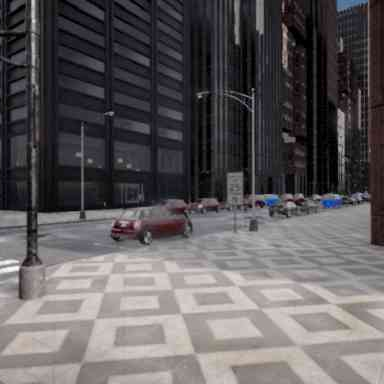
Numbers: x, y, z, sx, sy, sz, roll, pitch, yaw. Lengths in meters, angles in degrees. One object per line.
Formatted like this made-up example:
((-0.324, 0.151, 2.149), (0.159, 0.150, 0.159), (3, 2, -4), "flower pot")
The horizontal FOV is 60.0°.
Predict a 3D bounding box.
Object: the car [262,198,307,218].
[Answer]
((8.135, 1.459, 29.013), (2.008, 1.369, 4.403), (0, 0, 36), "car")

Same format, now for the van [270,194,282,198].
((11.018, 1.240, 47.639), (1.690, 1.788, 3.998), (0, 0, 36), "van")

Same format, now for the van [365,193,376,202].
((37.588, 1.153, 70.012), (1.690, 1.788, 3.998), (0, 0, 36), "van")

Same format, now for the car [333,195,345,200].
((37.202, 1.388, 84.085), (1.947, 1.339, 4.313), (0, 0, 36), "car")

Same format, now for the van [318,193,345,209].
((17.952, 1.212, 42.679), (1.690, 1.788, 3.998), (0, 0, 36), "van")

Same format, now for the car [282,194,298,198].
((14.291, 1.202, 52.195), (2.192, 1.841, 5.009), (0, 0, 36), "car")

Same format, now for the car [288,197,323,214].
((11.407, 1.461, 33.569), (1.947, 1.339, 4.313), (0, 0, 36), "car")

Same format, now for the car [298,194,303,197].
((17.563, 1.192, 56.750), (2.192, 1.841, 5.009), (0, 0, 36), "car")

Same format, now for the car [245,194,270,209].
((7.746, 1.225, 43.084), (2.192, 1.841, 5.009), (0, 0, 36), "car")

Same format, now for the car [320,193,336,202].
((30.655, 1.154, 74.974), (2.192, 1.841, 5.009), (0, 0, 36), "car")

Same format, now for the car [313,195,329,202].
((27.383, 1.399, 70.418), (2.008, 1.369, 4.403), (0, 0, 36), "car")

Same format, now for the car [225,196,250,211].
((4.473, 1.473, 38.528), (2.008, 1.369, 4.403), (0, 0, 36), "car")

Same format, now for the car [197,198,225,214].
((1.200, 1.376, 33.973), (1.967, 1.590, 4.097), (0, 0, 36), "car")

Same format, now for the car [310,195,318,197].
((24.110, 1.297, 65.863), (1.967, 1.590, 4.097), (0, 0, 36), "car")

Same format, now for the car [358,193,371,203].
((34.315, 1.365, 65.457), (1.887, 1.381, 4.507), (0, 0, 36), "car")

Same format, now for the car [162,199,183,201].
((-2.073, 1.389, 29.417), (1.967, 1.590, 4.097), (0, 0, 36), "car")

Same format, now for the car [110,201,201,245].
((-1.683, 1.389, 15.347), (1.967, 1.590, 4.097), (0, 0, 36), "car")

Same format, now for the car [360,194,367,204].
((27.770, 1.405, 56.346), (1.947, 1.339, 4.313), (0, 0, 36), "car")

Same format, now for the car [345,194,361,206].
((24.497, 1.415, 51.790), (1.947, 1.339, 4.313), (0, 0, 36), "car")
